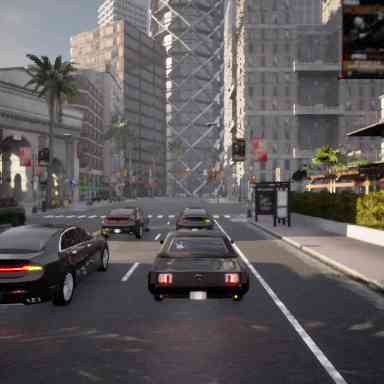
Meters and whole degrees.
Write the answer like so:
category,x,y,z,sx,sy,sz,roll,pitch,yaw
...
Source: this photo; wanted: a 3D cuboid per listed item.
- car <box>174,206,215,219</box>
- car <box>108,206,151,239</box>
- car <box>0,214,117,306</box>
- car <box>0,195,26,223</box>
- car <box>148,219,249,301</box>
category,x,y,z,sx,sy,sz,roll,pitch,yaw
car,0.137,1.505,17.548,1.837,1.490,4.892,0,0,0
car,-3.362,1.505,17.433,1.837,1.490,4.892,0,0,0
car,-3.370,1.505,8.027,1.837,1.490,4.892,0,0,0
car,-10.467,1.206,16.611,2.150,2.045,5.566,0,0,0
car,0.122,1.601,8.285,1.895,1.301,4.718,0,0,0
